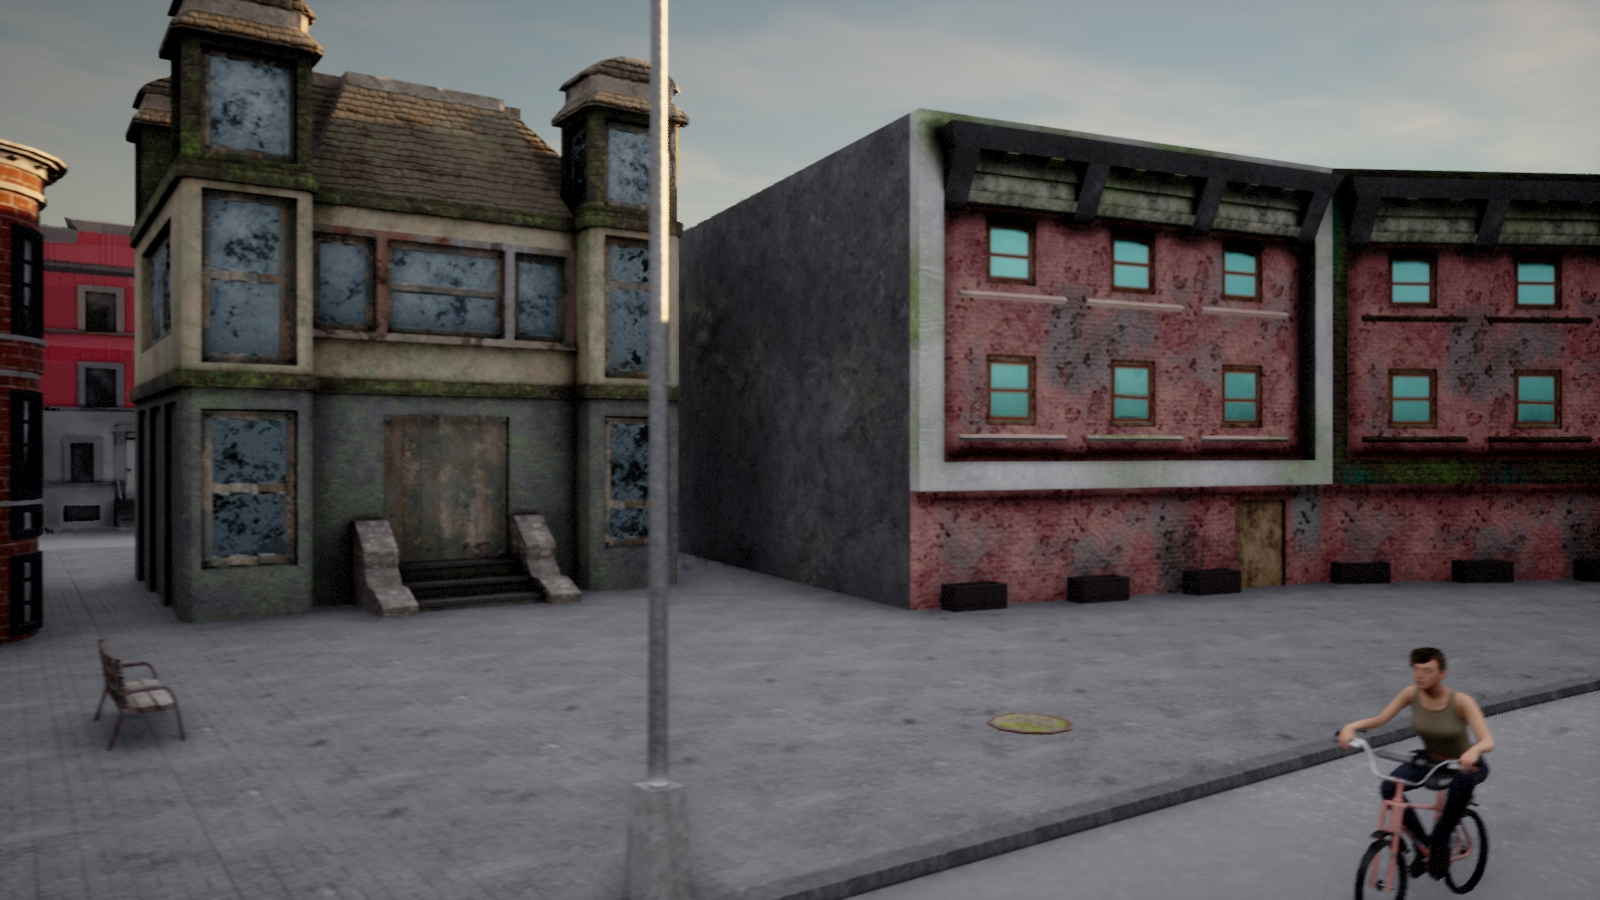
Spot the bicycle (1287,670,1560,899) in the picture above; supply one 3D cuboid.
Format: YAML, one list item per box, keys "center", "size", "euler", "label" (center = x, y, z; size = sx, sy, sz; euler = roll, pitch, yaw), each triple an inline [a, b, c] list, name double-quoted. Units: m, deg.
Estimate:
- center: [3.793, 2.037, 6.938]
  size: [1.487, 1.080, 0.859]
  euler: [-1, 1, -34]
  label: "bicycle"
